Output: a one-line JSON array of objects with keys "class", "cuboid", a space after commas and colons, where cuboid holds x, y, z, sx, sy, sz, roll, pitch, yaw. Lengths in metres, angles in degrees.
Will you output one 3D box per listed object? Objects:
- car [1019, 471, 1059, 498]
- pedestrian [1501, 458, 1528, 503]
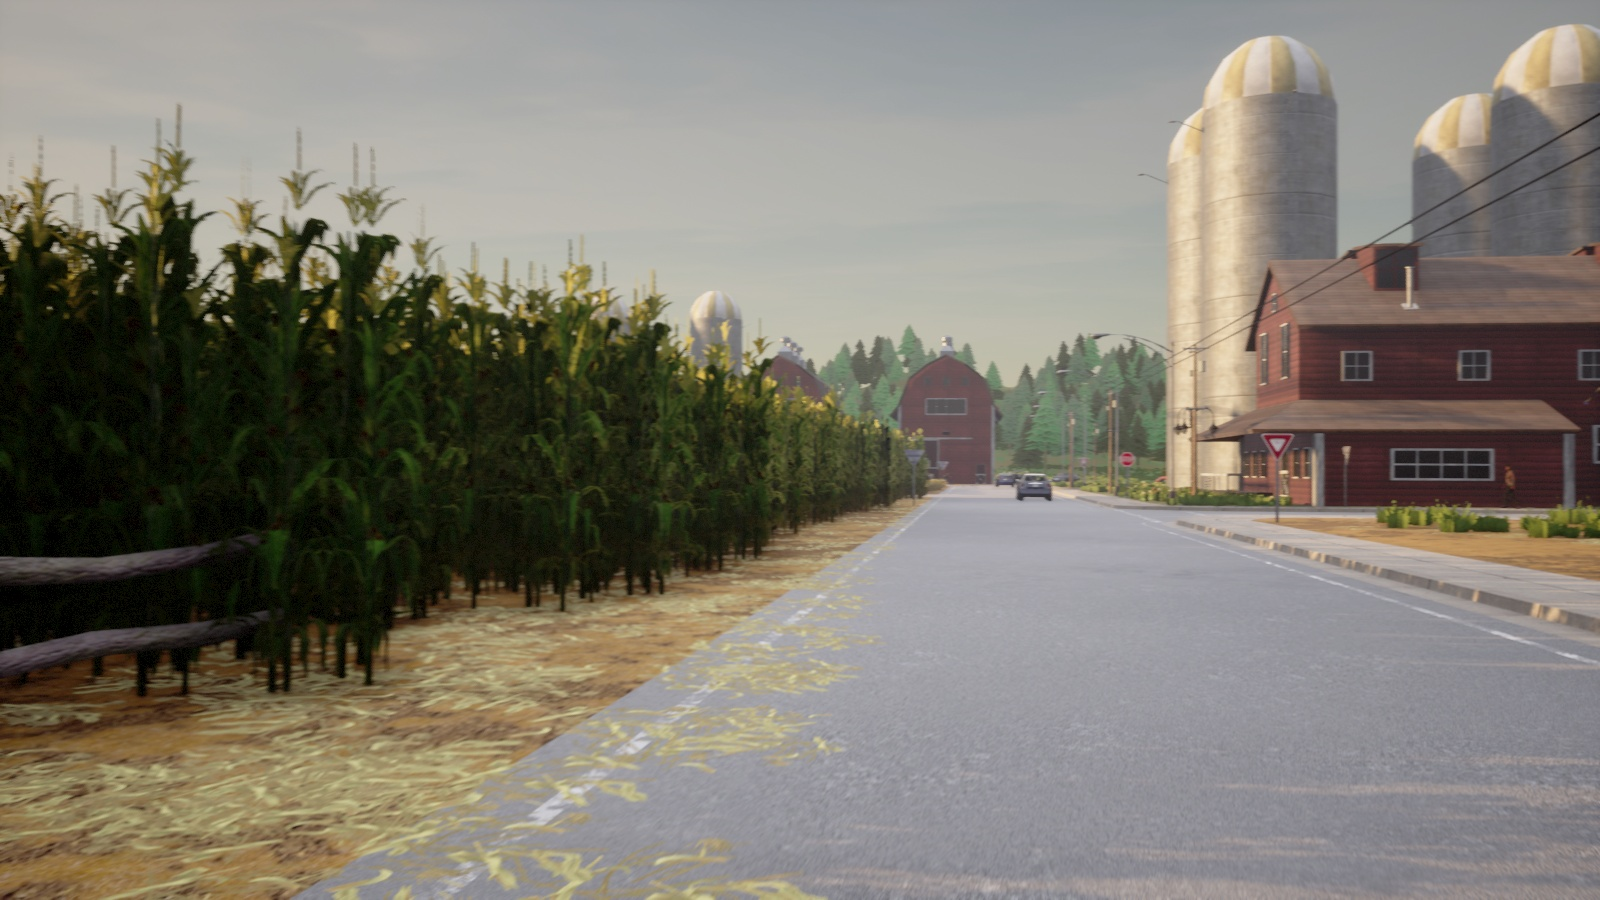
[{"class": "car", "cuboid": [13.383, 1.933, 70.503, 1.970, 1.475, 3.806, 0, -1, 8]}, {"class": "pedestrian", "cuboid": [28.702, 1.231, 50.457, 0.869, 1.805, 0.328, -1, -1, 24]}]
